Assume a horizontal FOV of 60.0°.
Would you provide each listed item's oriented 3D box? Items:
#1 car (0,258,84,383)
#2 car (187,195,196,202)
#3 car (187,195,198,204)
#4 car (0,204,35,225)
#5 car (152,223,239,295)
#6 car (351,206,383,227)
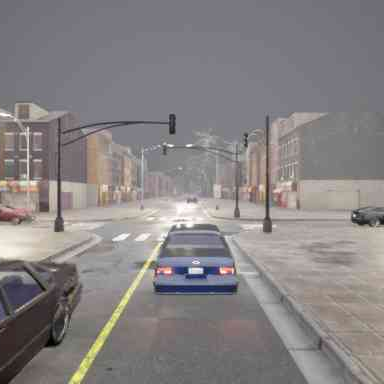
[{"bbox_3d":[-2.828,1.548,3.595,2.033,1.411,5.357,0,0,0],"label":"car"},{"bbox_3d":[-0.093,1.550,75.782,1.882,1.535,5.008,0,0,0],"label":"car"},{"bbox_3d":[0.019,1.409,66.122,2.097,1.767,4.553,0,0,0],"label":"car"},{"bbox_3d":[-13.575,1.572,23.512,4.674,1.442,1.812,0,0,0],"label":"car"},{"bbox_3d":[0.069,1.549,8.848,2.033,1.411,5.357,0,0,0],"label":"car"},{"bbox_3d":[12.325,1.522,20.981,4.313,1.339,1.947,0,0,0],"label":"car"}]
